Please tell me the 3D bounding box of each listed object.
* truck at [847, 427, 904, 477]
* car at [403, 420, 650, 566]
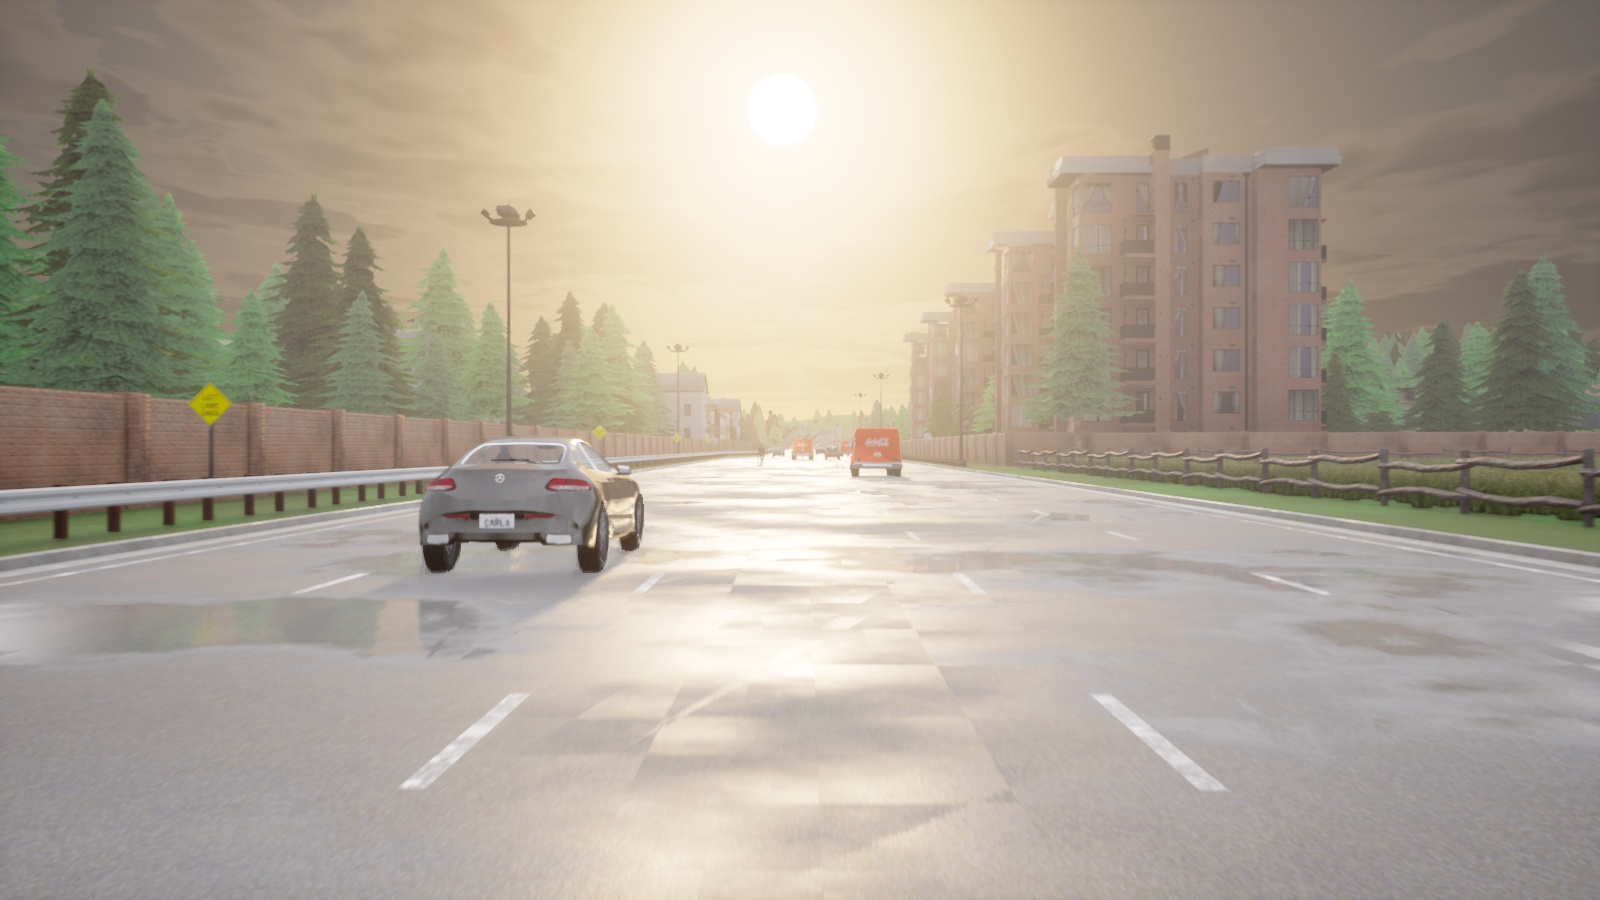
[{"bbox_3d":[3.803,0.103,64.298,2.627,2.467,5.204,0,0,0],"label":"truck"},{"bbox_3d":[-3.388,0.481,16.691,2.152,1.651,5.027,0,0,0],"label":"car"}]
